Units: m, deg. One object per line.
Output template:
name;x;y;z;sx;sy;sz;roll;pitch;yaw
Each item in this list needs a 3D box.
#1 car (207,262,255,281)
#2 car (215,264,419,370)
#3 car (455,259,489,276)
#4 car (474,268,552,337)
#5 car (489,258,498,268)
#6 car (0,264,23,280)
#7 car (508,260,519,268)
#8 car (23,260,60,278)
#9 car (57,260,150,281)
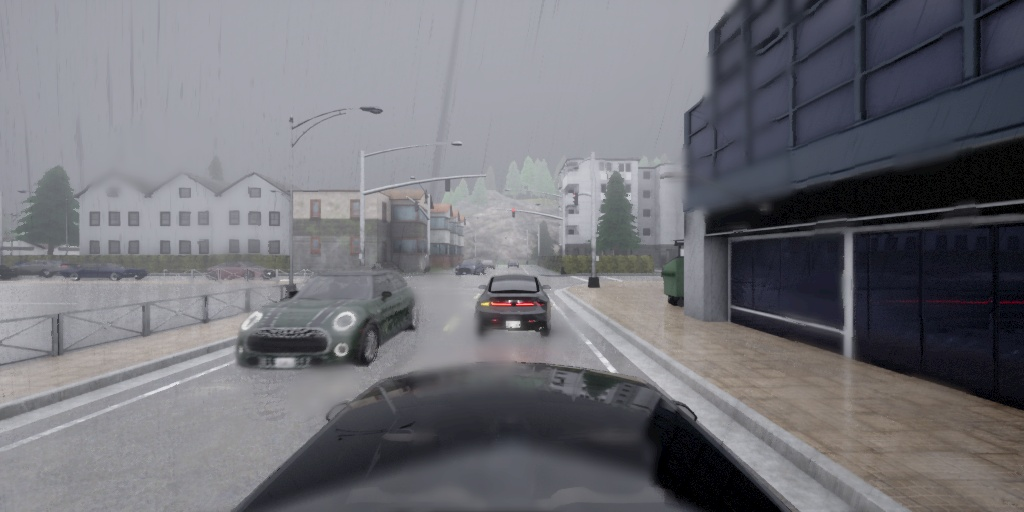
car;-19.883;1.138;26.460;4.181;1.385;1.994;0;0;0
car;-3.590;1.102;7.930;2.097;1.767;4.553;0;0;0
car;-4.154;1.088;36.435;2.097;1.767;4.553;0;0;10
car;0.070;1.255;10.298;1.837;1.490;4.892;0;0;1
car;-3.503;1.275;53.199;1.812;1.442;4.674;0;0;0
car;-40.126;1.174;26.592;4.718;1.301;1.895;0;0;1
car;0.199;1.351;60.949;1.895;1.301;4.718;0;0;-1
car;-39.486;1.065;30.245;4.902;1.511;2.128;0;0;0
car;-29.904;1.174;26.509;4.718;1.301;1.895;0;0;0
